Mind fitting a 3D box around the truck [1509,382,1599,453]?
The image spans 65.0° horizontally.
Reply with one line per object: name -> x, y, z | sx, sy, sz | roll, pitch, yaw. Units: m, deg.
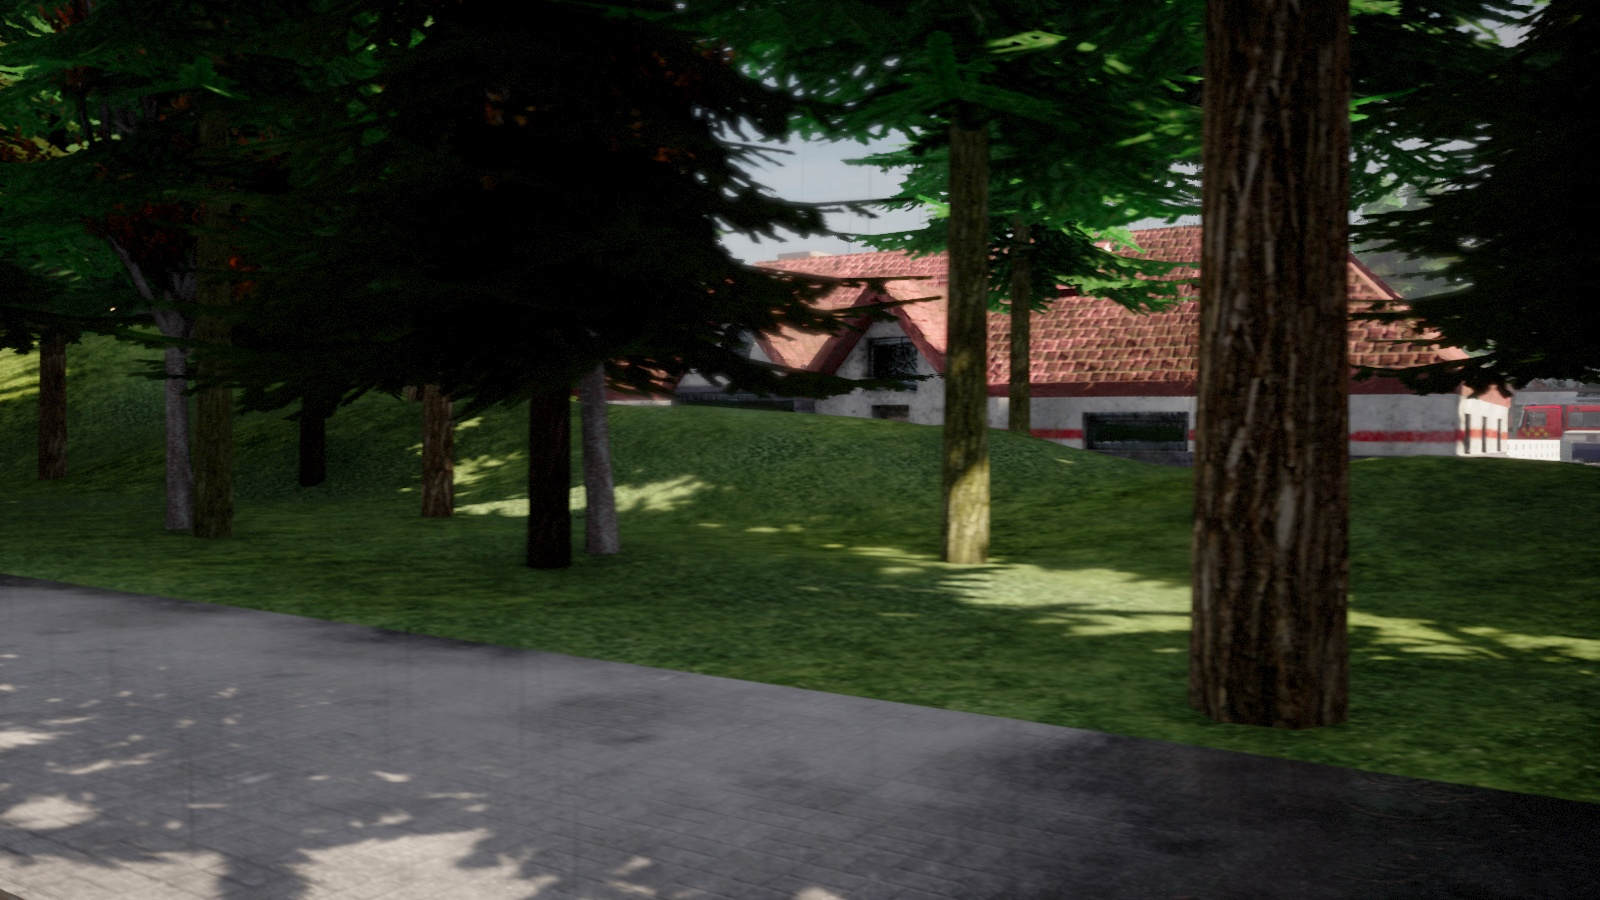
truck -> 43.859, -1.771, 68.904 | 8.468, 3.827, 2.891 | 0, 1, 34

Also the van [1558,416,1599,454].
van -> 42.059, -0.788, 65.320 | 4.442, 1.987, 1.775 | 0, 1, 34
